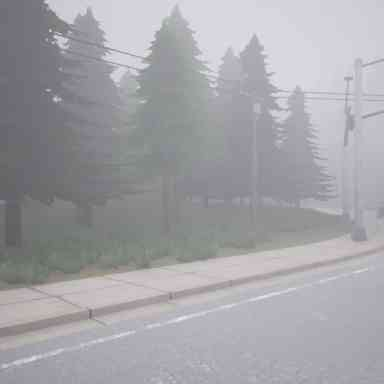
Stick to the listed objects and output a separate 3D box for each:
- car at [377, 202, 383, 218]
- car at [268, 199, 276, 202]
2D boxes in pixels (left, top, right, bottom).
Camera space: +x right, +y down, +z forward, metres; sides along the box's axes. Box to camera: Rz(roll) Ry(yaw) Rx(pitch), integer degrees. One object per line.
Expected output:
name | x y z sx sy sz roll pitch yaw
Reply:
car | 16.977 1.503 27.267 1.837 1.490 4.892 0 0 5
car | 12.248 1.599 47.001 1.895 1.301 4.718 0 0 -35
